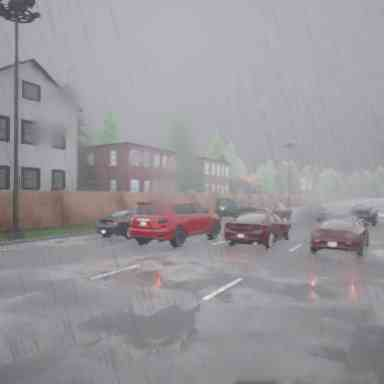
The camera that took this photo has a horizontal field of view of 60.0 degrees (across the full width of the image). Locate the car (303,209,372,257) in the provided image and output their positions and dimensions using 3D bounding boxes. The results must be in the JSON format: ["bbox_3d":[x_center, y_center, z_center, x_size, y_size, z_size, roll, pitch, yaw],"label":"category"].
[{"bbox_3d":[6.092,1.665,13.615,1.812,1.442,4.674,0,0,31],"label":"car"}]

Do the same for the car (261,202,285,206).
[{"bbox_3d":[7.431,1.662,29.689,2.097,1.767,4.553,0,-1,31],"label":"car"}]

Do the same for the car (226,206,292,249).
[{"bbox_3d":[3.259,1.643,15.701,1.882,1.535,5.008,0,0,31],"label":"car"}]

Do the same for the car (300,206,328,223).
[{"bbox_3d":[10.468,1.852,27.943,1.994,1.385,4.181,0,-1,31],"label":"car"}]

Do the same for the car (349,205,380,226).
[{"bbox_3d":[13.507,1.771,26.210,1.837,1.490,4.892,0,0,31],"label":"car"}]

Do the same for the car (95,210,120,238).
[{"bbox_3d":[-3.155,1.714,18.613,1.837,1.490,4.892,0,0,31],"label":"car"}]

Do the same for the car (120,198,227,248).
[{"bbox_3d":[-0.632,1.400,16.027,2.150,2.045,5.566,0,0,31],"label":"car"}]

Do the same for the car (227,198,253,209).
[{"bbox_3d":[3.982,1.552,30.755,2.150,2.045,5.566,0,0,31],"label":"car"}]
